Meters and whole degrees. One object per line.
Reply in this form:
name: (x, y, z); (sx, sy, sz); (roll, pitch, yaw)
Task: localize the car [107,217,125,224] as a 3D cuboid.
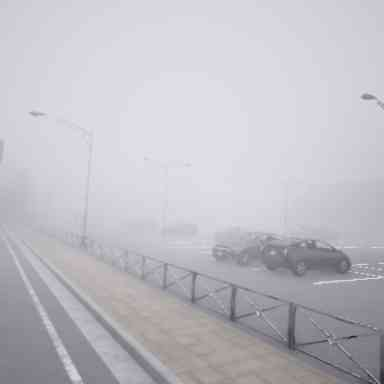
car: (-16.659, 6.504, 75.922); (5.357, 1.411, 2.033); (6, -5, -31)

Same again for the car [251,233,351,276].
car: (5.196, 2.859, 15.099); (4.514, 1.523, 2.007); (6, -5, -32)

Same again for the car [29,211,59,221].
car: (-30.057, 4.797, 67.751); (5.566, 2.045, 2.150); (6, -5, -31)

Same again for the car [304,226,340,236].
car: (17.634, 5.649, 44.564); (4.605, 1.855, 1.932); (6, -5, -32)

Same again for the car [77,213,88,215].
car: (-15.785, 4.213, 49.974); (3.866, 1.878, 1.905); (6, -5, -32)

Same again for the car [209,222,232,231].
car: (5.364, 6.571, 62.958); (3.806, 1.475, 1.970); (6, -5, -32)

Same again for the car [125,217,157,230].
car: (-7.380, 4.802, 51.285); (4.605, 1.855, 1.932); (6, -5, -32)

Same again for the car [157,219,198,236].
car: (-1.440, 4.459, 40.316); (4.514, 1.523, 2.007); (6, -5, -32)

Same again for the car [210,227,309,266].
car: (3.502, 2.966, 17.737); (5.027, 1.636, 2.152); (6, -5, -32)

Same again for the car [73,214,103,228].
car: (-14.570, 4.313, 46.809); (3.806, 1.475, 1.970); (6, -5, -32)

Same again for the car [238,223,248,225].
car: (9.020, 6.274, 57.682); (5.027, 1.636, 2.152); (6, -5, -32)

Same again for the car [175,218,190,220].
car: (-2.549, 6.155, 62.387); (4.514, 1.523, 2.007); (6, -5, -32)

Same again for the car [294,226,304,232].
car: (15.756, 5.704, 46.819); (3.866, 1.878, 1.905); (6, -5, -32)

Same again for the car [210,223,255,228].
car: (3.781, 4.091, 31.804); (3.633, 1.501, 1.845); (6, -5, -32)
